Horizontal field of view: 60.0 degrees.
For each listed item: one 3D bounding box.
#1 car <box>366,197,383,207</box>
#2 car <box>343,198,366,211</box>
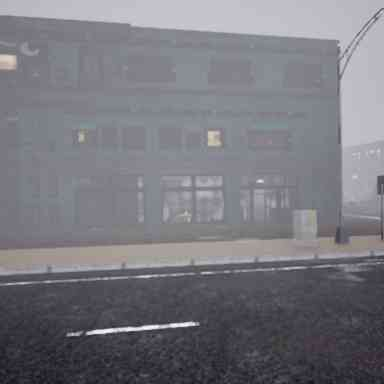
[{"bbox_3d":[24.602,1.371,45.053,1.802,1.307,4.206,-2,0,-10],"label":"car"},{"bbox_3d":[17.330,1.377,38.120,1.967,1.590,4.097,-2,0,-10],"label":"car"}]
